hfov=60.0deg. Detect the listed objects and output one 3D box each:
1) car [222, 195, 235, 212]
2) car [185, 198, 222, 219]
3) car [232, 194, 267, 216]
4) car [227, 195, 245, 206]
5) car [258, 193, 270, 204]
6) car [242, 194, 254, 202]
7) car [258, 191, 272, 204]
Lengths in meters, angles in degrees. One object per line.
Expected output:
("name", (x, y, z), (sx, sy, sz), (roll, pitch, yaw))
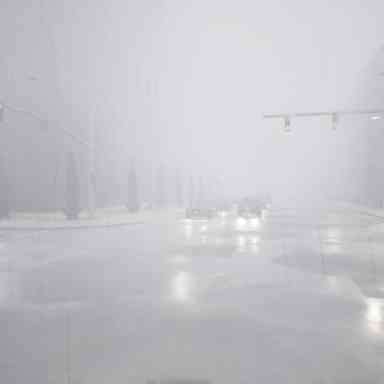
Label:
("car", (3.034, 1.286, 34.882), (1.994, 1.385, 4.181), (0, 0, 15))
("car", (0.844, 1.351, 26.763), (1.994, 1.385, 4.181), (0, 0, 15))
("car", (5.169, 1.243, 29.343), (2.128, 1.511, 4.902), (0, 0, 15))
("car", (6.265, 1.152, 46.846), (1.812, 1.442, 4.674), (0, 0, 16))
("car", (7.583, 1.185, 38.272), (1.837, 1.490, 4.892), (0, 0, 15))
("car", (10.491, 1.104, 62.131), (1.895, 1.301, 4.718), (0, 0, 15))
("car", (11.028, 0.801, 50.991), (2.150, 2.045, 5.566), (0, 0, 15))
